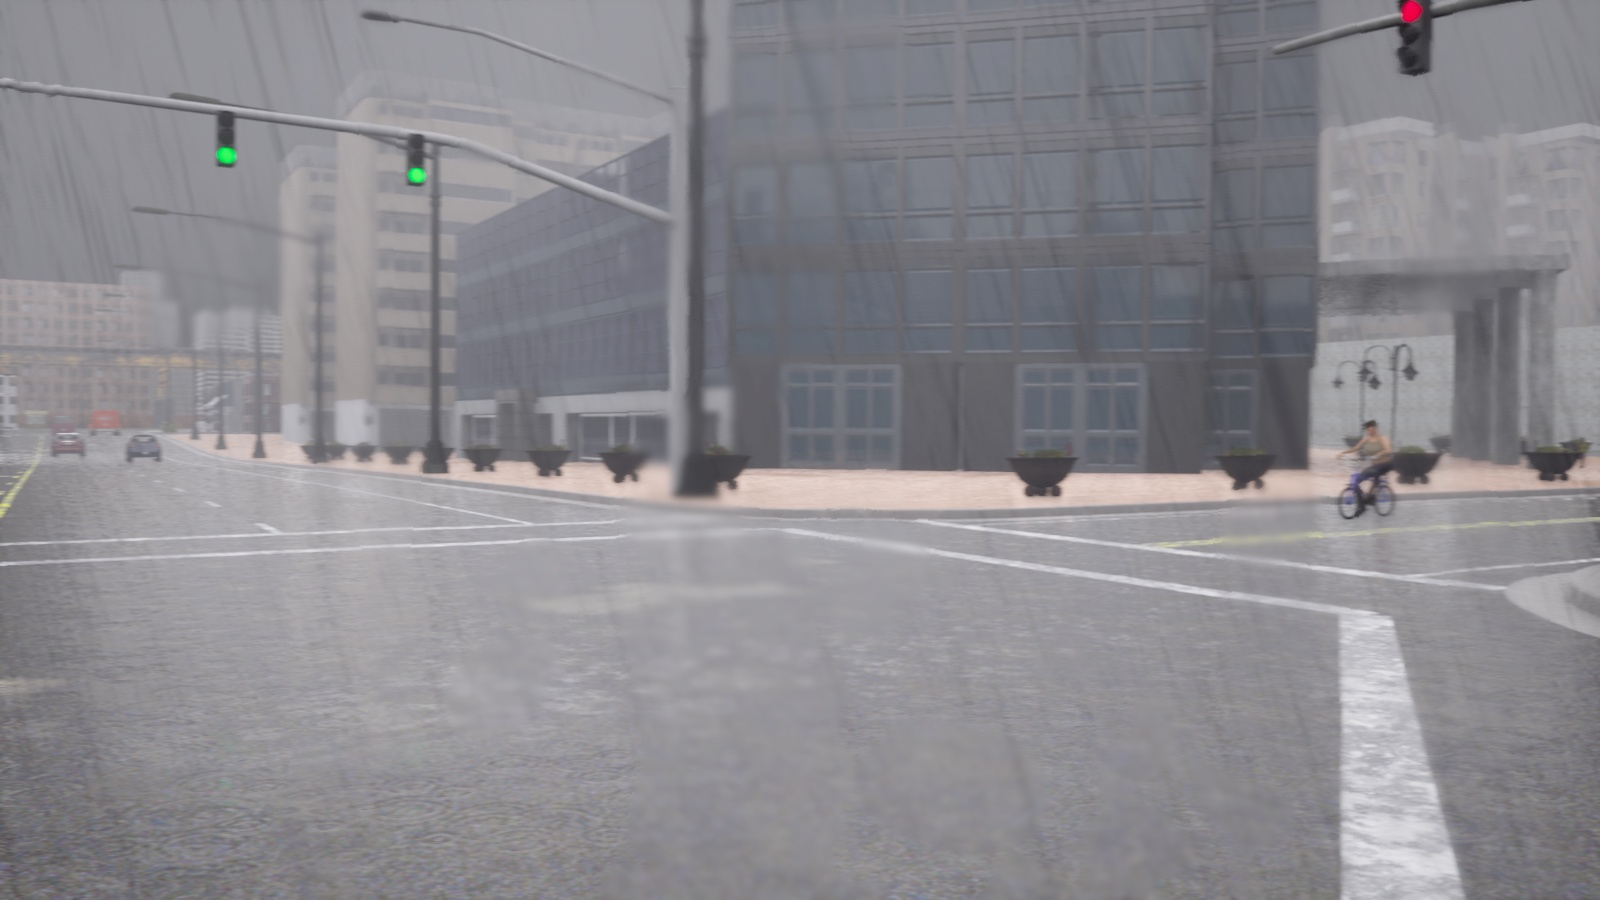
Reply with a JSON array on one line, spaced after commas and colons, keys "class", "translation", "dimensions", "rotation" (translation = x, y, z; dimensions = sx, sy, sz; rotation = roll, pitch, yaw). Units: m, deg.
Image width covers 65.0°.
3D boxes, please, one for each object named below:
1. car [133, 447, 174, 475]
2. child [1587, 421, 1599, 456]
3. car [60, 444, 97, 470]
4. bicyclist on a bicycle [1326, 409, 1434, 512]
[{"class": "car", "translation": [-36.364, 0.590, 70.592], "dimensions": [1.845, 1.501, 3.633], "rotation": [-1, 1, -30]}, {"class": "child", "translation": [26.932, -0.389, 42.606], "dimensions": [0.299, 1.160, 0.473], "rotation": [0, 1, 18]}, {"class": "car", "translation": [-46.665, 0.432, 81.210], "dimensions": [1.970, 1.475, 3.806], "rotation": [-1, 2, -30]}, {"class": "bicyclist on a bicycle", "translation": [9.388, 0.147, 20.317], "dimensions": [1.509, 1.612, 0.866], "rotation": [-1, 1, -30]}]
